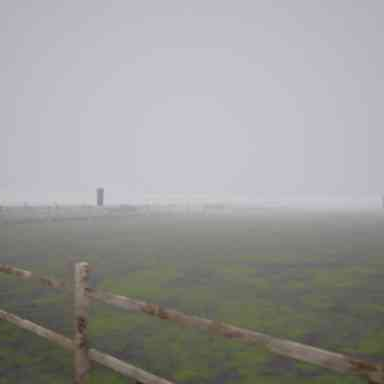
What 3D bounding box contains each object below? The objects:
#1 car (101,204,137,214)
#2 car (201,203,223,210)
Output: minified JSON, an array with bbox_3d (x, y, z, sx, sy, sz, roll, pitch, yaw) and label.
[{"bbox_3d":[-9.309,2.156,42.528,1.895,1.301,4.718,0,-1,36],"label":"car"},{"bbox_3d":[3.656,2.593,60.537,1.895,1.301,4.718,0,-1,36],"label":"car"}]
